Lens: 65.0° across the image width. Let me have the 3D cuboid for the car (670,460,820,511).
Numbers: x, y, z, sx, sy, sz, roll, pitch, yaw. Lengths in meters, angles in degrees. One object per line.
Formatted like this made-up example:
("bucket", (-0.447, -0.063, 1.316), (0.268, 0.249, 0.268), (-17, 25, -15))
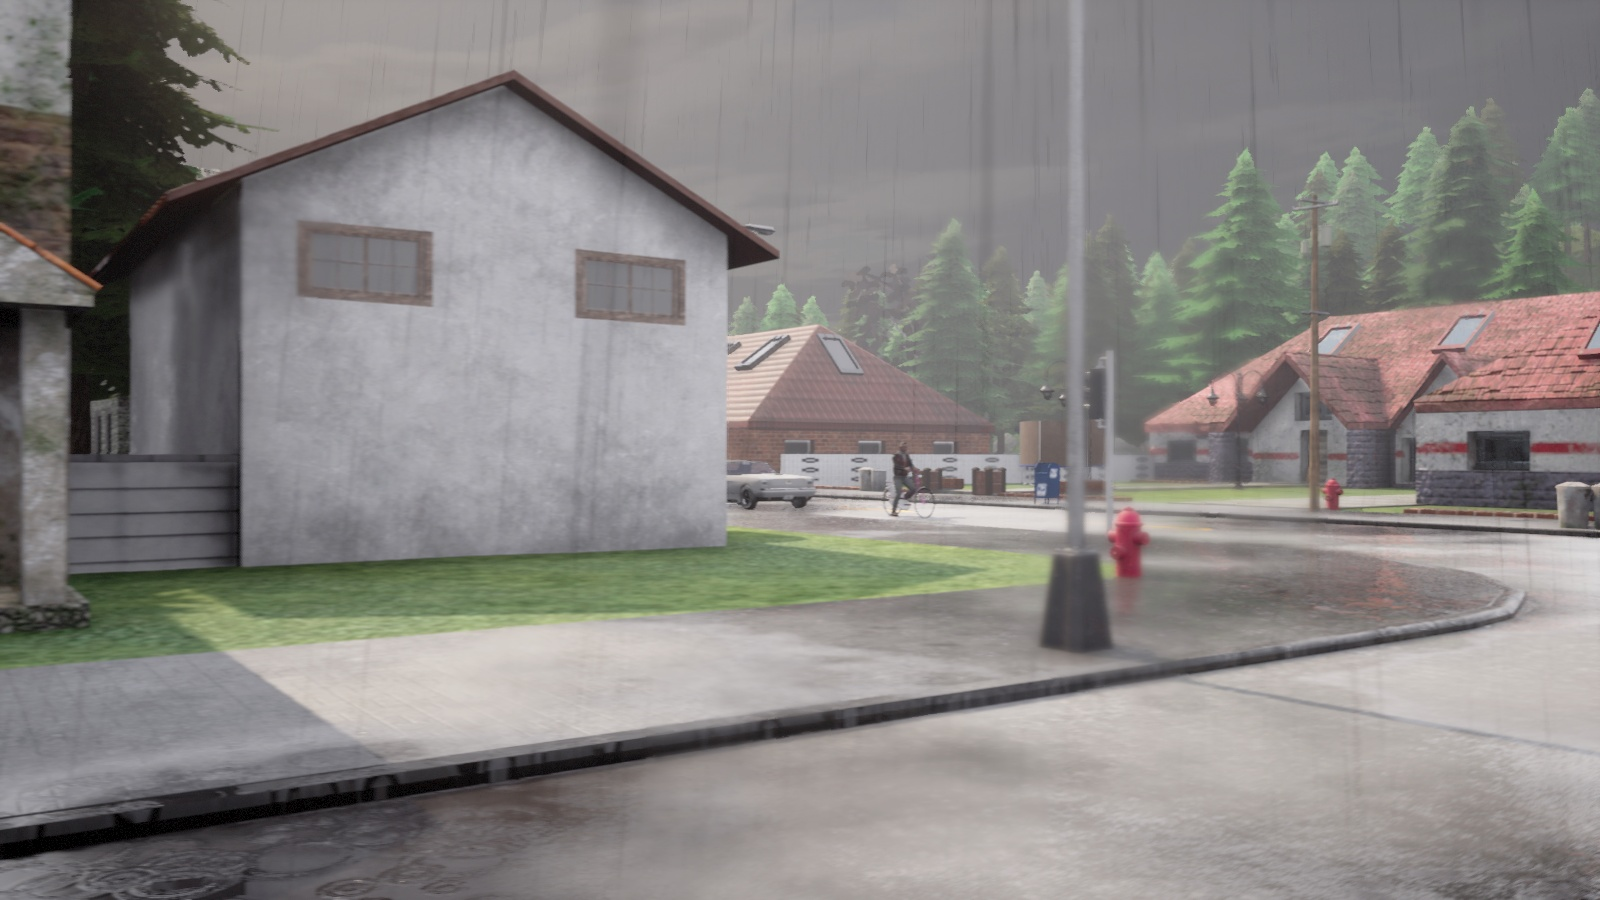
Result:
("car", (-1.605, 0.932, 34.705), (1.895, 1.301, 4.718), (0, 0, -35))

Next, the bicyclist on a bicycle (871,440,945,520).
("bicyclist on a bicycle", (2.471, 0.679, 28.847), (0.659, 1.776, 1.843), (0, 0, -35))
